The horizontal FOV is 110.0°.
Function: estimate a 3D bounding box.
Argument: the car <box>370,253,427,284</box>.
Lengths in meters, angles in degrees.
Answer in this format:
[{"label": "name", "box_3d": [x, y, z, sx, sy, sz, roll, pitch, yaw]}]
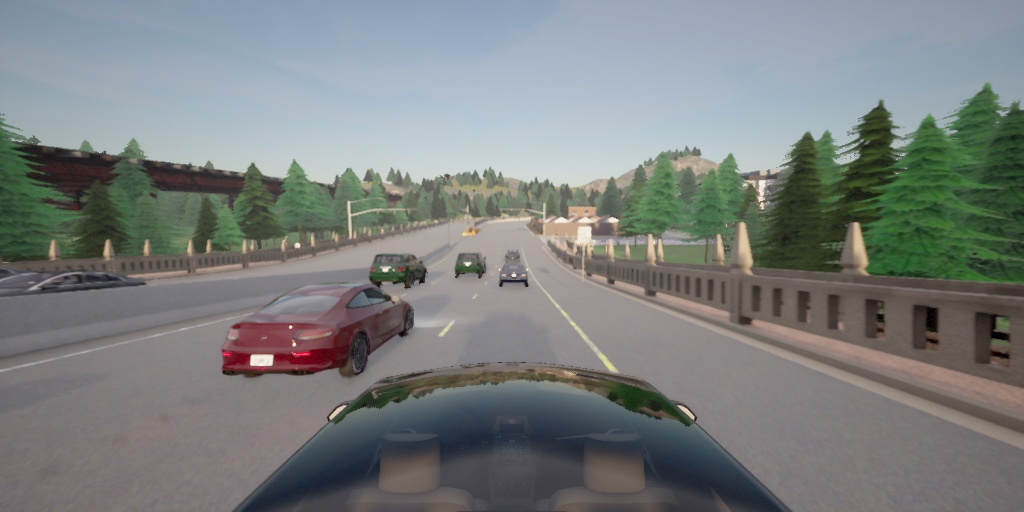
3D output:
[{"label": "car", "box_3d": [-6.895, 0.844, 22.208, 2.150, 2.045, 5.566, 0, 0, 0]}]

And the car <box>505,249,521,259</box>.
[{"label": "car", "box_3d": [0.081, -0.170, 45.055, 2.128, 1.511, 4.902, 0, 6, 0]}]

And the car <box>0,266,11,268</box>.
[{"label": "car", "box_3d": [-17.498, 0.941, 10.660, 2.128, 1.511, 4.902, 0, 0, 0]}]

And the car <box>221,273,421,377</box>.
[{"label": "car", "box_3d": [-3.399, 1.243, 7.173, 1.812, 1.442, 4.674, 0, 0, 0]}]

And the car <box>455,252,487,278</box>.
[{"label": "car", "box_3d": [-3.393, 0.658, 30.003, 2.150, 2.045, 5.566, 0, 2, 0]}]

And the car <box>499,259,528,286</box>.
[{"label": "car", "box_3d": [0.105, 1.152, 23.673, 2.033, 1.411, 5.357, 0, 1, 0]}]

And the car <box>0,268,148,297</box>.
[{"label": "car", "box_3d": [-13.996, 1.192, 10.846, 2.128, 1.511, 4.902, 0, 0, 0]}]
